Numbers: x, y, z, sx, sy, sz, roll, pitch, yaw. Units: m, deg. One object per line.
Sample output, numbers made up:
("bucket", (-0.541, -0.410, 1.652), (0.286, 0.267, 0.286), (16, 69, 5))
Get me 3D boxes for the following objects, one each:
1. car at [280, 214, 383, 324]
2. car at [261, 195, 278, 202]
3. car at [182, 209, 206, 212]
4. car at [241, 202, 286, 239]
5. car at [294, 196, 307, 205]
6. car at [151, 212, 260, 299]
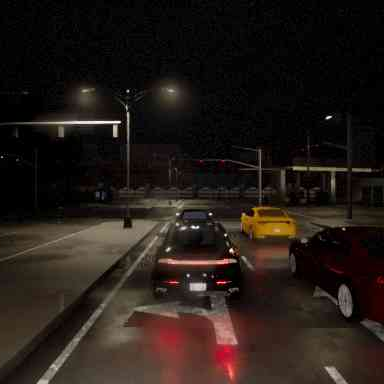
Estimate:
("car", (3.603, 1.478, 7.238), (1.882, 1.535, 5.008), (0, 0, 0))
("car", (13.240, 1.295, 56.738), (2.242, 1.667, 4.611), (0, 0, 0))
("car", (0.111, 1.564, 17.168), (1.994, 1.385, 4.181), (0, 0, -1))
("car", (3.610, 1.478, 16.490), (1.882, 1.535, 5.008), (0, 0, 0))
("car", (18.986, 1.456, 57.497), (1.970, 1.475, 3.806), (0, 0, 0))
("car", (0.104, 1.492, 8.399), (2.128, 1.511, 4.902), (0, 0, 0))
